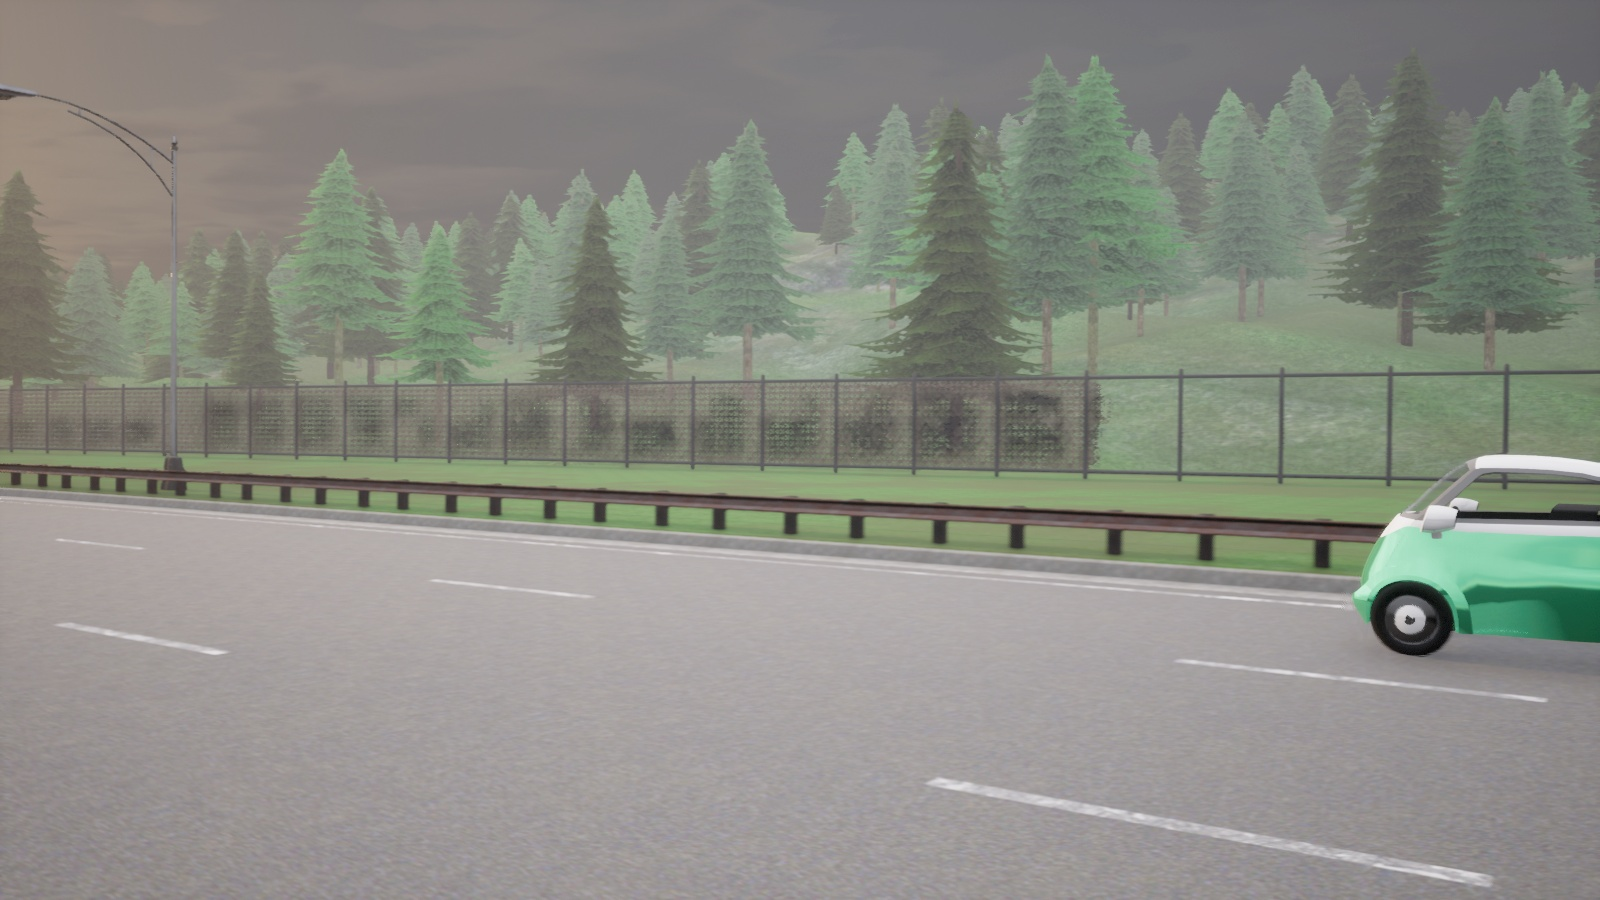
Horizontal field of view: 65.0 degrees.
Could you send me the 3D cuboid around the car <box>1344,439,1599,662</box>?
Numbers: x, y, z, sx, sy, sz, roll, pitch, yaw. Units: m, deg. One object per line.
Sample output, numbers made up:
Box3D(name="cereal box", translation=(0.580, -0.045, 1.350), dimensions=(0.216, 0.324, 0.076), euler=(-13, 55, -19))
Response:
Box3D(name="car", translation=(5.078, 0.622, 8.652), dimensions=(2.207, 1.376, 1.481), euler=(0, 1, 34))
